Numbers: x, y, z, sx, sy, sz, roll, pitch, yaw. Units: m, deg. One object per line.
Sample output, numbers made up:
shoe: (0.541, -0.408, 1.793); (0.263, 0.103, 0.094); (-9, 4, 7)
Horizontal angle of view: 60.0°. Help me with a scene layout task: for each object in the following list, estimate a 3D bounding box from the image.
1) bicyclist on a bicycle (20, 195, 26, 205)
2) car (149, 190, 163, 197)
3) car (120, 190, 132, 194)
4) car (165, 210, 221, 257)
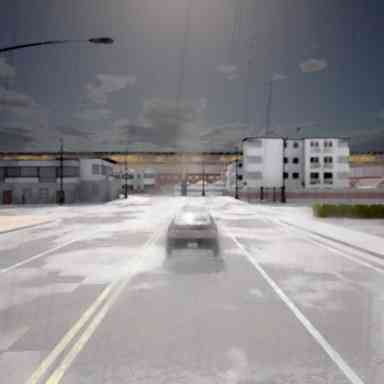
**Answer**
bicyclist on a bicycle: (-26.423, 1.240, 52.021); (0.582, 1.620, 1.656); (-1, 1, -1)
car: (-8.634, 0.221, 79.413); (2.097, 1.767, 4.553); (0, 2, -27)
car: (-18.509, 0.113, 91.656); (4.892, 1.490, 1.837); (0, 0, 41)
car: (0.041, 1.423, 12.667); (2.128, 1.511, 4.902); (0, 0, 0)
